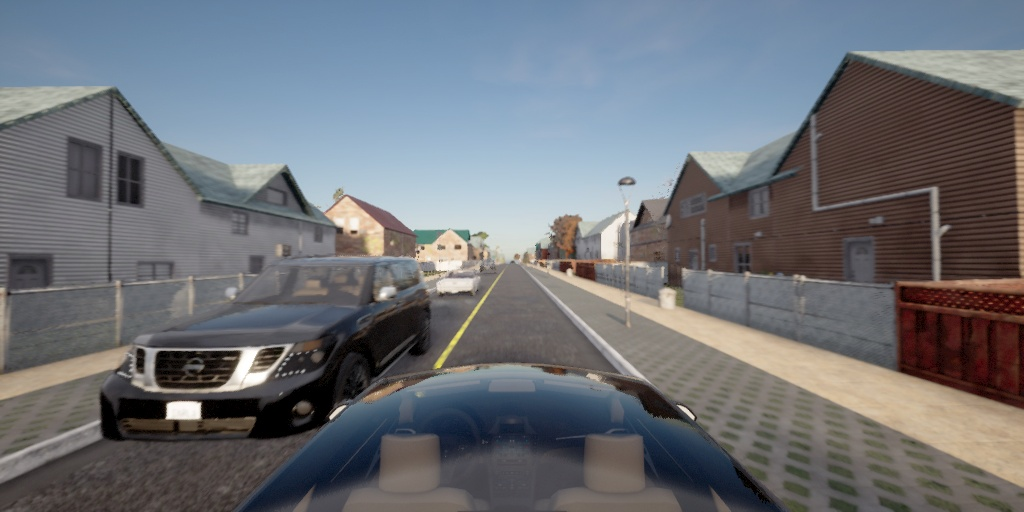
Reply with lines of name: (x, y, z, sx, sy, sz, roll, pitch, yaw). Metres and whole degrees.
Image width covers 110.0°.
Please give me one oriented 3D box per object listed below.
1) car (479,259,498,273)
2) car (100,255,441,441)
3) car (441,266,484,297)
car: (-2.697, 1.073, 41.385, 1.837, 1.490, 4.892, 0, 0, 0)
car: (-2.852, 1.004, 5.883, 2.150, 2.045, 5.566, 0, 0, 0)
car: (-2.804, 1.423, 19.683, 1.895, 1.301, 4.718, 0, 0, 0)
